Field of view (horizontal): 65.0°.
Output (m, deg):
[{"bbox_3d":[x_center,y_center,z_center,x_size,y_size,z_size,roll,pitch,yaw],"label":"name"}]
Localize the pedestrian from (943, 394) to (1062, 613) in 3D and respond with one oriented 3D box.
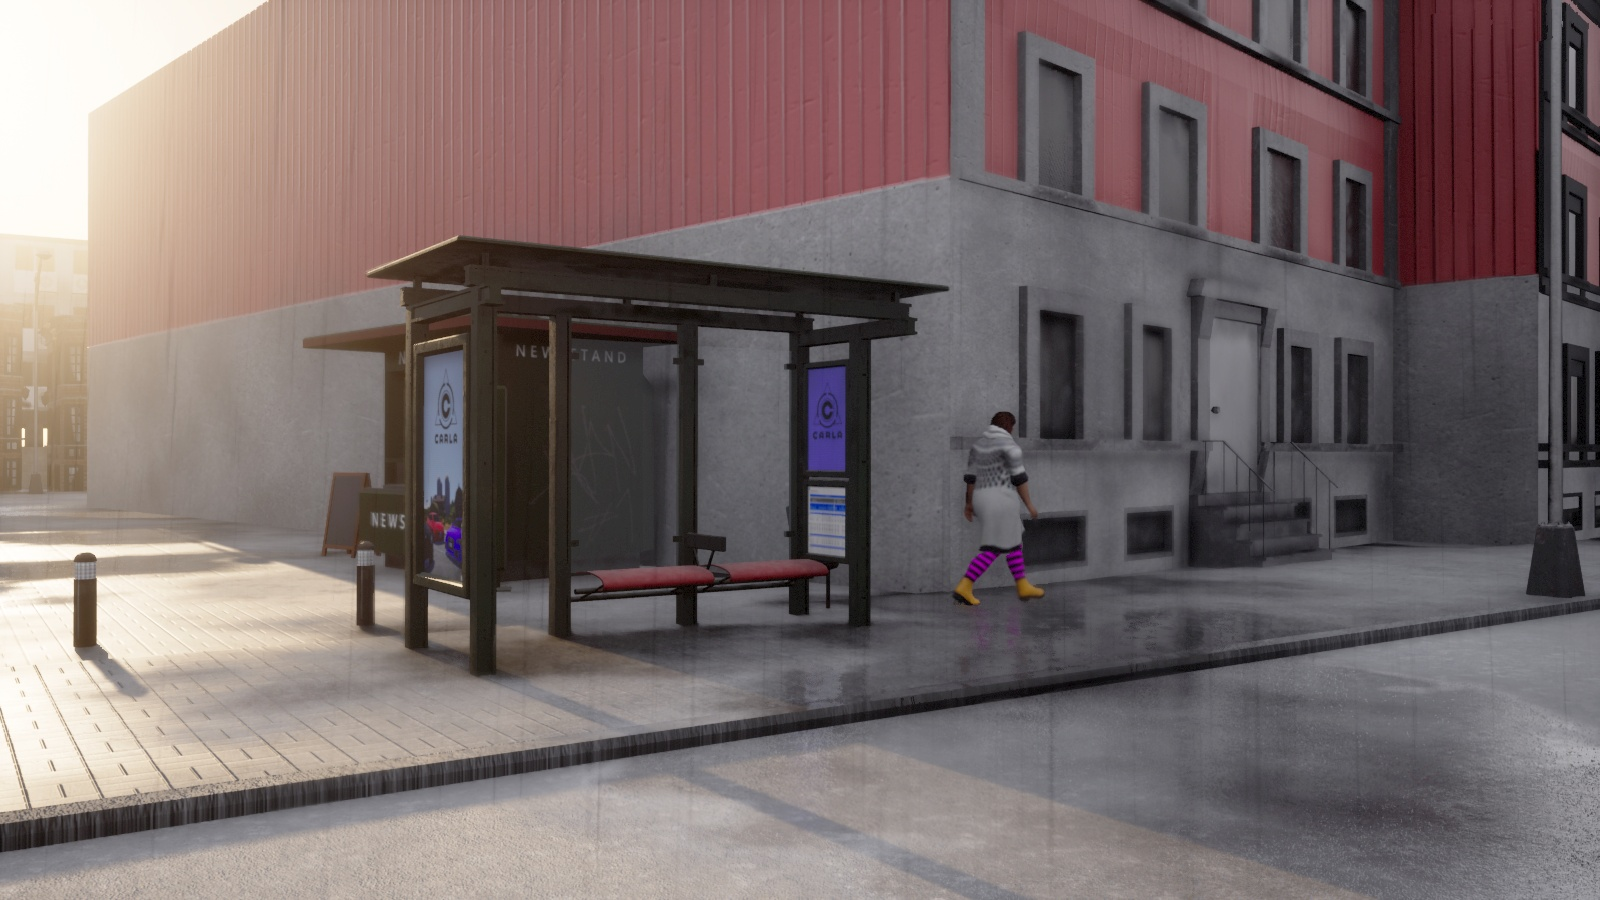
[{"bbox_3d":[1.876,0.479,11.673,0.873,1.952,0.659,0,0,-24],"label":"pedestrian"}]
